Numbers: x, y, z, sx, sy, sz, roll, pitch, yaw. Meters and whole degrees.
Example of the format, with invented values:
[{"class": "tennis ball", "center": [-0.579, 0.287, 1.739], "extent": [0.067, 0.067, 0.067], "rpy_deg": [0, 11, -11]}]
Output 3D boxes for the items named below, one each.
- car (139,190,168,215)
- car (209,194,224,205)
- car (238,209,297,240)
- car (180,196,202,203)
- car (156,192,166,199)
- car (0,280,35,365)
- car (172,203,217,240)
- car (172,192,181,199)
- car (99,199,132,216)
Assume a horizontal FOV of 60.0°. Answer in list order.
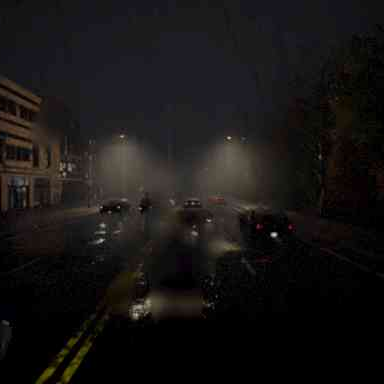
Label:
[{"class": "car", "center": [-3.341, 0.893, 30.047], "extent": [2.150, 2.045, 5.566], "rpy_deg": [0, 1, 0]}, {"class": "car", "center": [3.352, 0.993, 45.695], "extent": [2.128, 1.511, 4.902], "rpy_deg": [0, 1, 0]}, {"class": "car", "center": [3.351, 1.429, 15.798], "extent": [1.895, 1.301, 4.718], "rpy_deg": [0, 1, 0]}, {"class": "car", "center": [0.100, 1.165, 35.094], "extent": [2.033, 1.411, 5.357], "rpy_deg": [0, 1, 0]}, {"class": "car", "center": [-6.499, 0.717, 70.123], "extent": [1.812, 1.442, 4.674], "rpy_deg": [0, 1, 0]}, {"class": "car", "center": [-3.311, 1.570, 2.797], "extent": [1.895, 1.301, 4.718], "rpy_deg": [0, 1, 0]}, {"class": "car", "center": [0.101, 1.428, 15.879], "extent": [1.895, 1.301, 4.718], "rpy_deg": [0, 1, 0]}, {"class": "car", "center": [-3.249, 0.693, 70.539], "extent": [2.033, 1.411, 5.357], "rpy_deg": [0, 1, 0]}, {"class": "car", "center": [-6.593, 1.286, 28.922], "extent": [1.895, 1.301, 4.718], "rpy_deg": [0, 1, 0]}]
